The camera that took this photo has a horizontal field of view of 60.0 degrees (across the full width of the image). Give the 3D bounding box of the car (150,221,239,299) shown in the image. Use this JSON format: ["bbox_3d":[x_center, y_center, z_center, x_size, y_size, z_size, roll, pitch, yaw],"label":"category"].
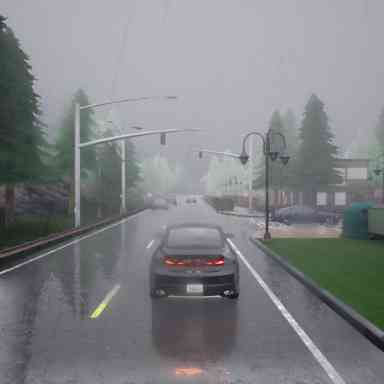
[{"bbox_3d":[0.055,1.505,8.456,1.837,1.490,4.892,0,0,0],"label":"car"}]

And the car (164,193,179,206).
[{"bbox_3d":[-3.712,1.223,55.613,2.150,2.045,5.566,0,0,0],"label":"car"}]

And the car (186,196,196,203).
[{"bbox_3d":[-0.147,1.564,66.664,1.994,1.385,4.181,0,0,0],"label":"car"}]

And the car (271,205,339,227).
[{"bbox_3d":[8.042,1.687,23.877,4.674,1.442,1.812,0,0,3],"label":"car"}]

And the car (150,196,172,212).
[{"bbox_3d":[-3.686,1.526,39.223,1.812,1.442,4.674,0,0,0],"label":"car"}]
